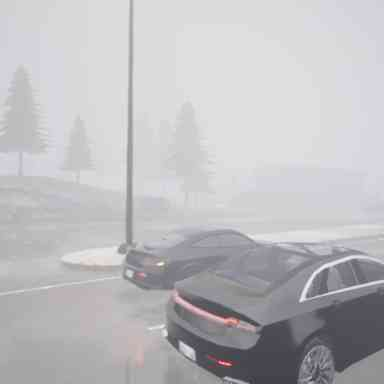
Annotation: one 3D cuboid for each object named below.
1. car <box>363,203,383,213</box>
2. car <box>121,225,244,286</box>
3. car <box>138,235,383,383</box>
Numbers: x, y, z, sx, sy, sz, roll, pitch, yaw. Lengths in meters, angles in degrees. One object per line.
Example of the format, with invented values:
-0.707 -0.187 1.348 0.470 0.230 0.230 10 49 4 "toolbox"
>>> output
24.174 2.047 43.234 4.718 1.301 1.895 1 0 -35 "car"
0.556 1.574 8.348 4.674 1.442 1.812 1 0 -35 "car"
1.922 1.534 5.024 4.902 1.511 2.128 1 0 -35 "car"
